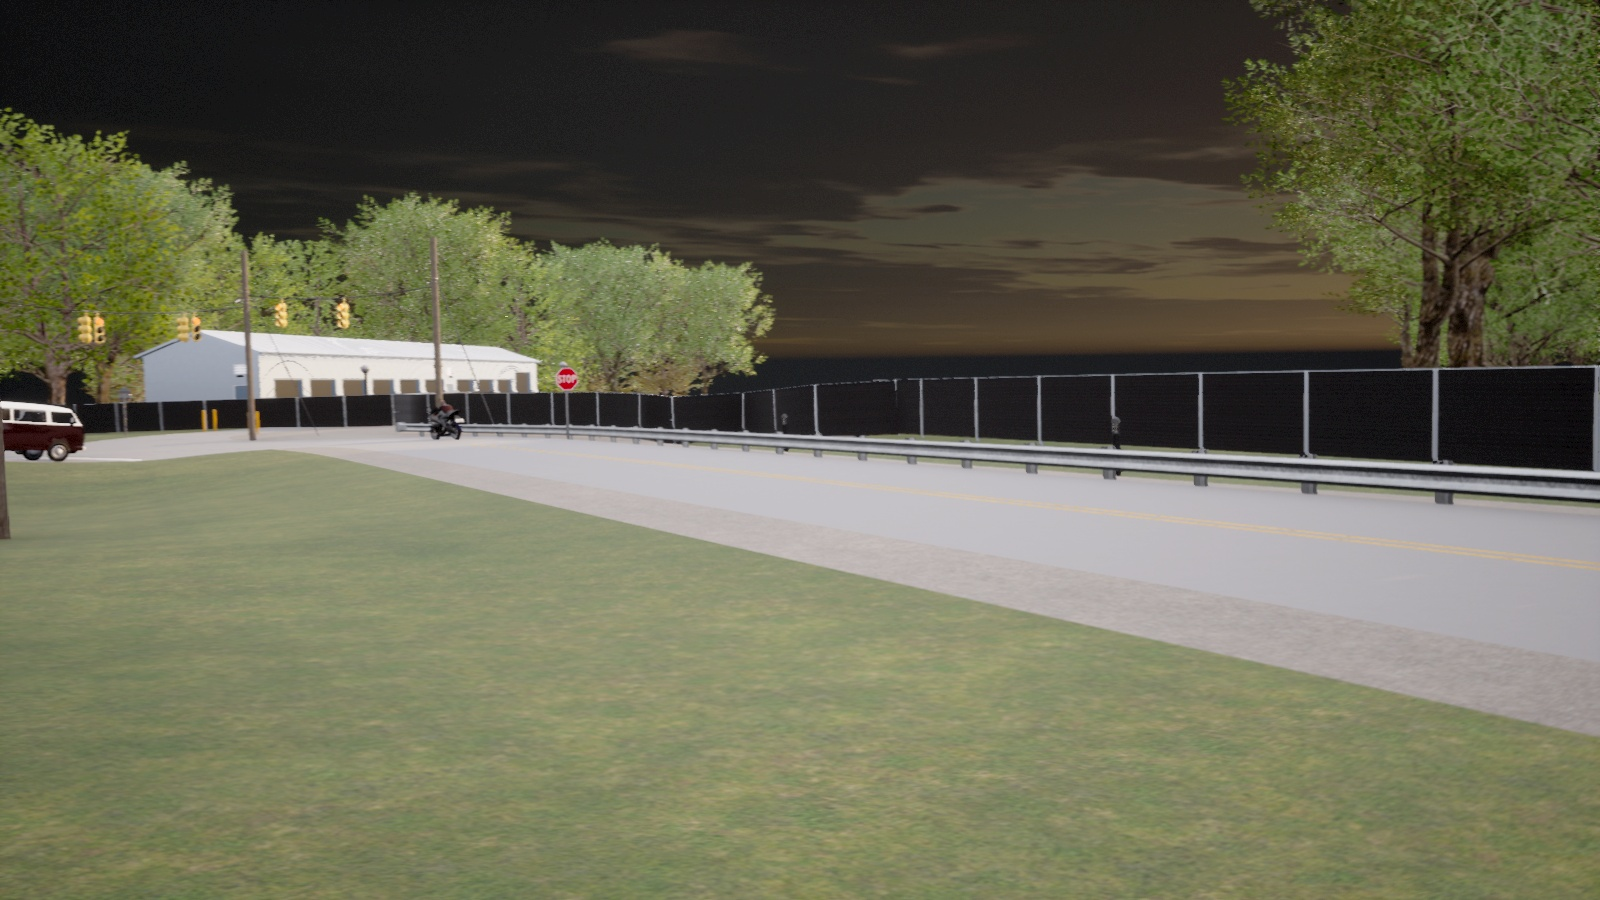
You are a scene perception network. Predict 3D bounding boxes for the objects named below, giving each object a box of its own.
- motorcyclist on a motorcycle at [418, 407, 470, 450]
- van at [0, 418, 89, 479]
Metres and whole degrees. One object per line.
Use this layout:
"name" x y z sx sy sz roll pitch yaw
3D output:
"motorcyclist on a motorcycle" -13.629 -0.809 48.049 2.191 1.530 0.866 0 4 45
"van" -27.452 -0.044 43.521 2.069 2.038 4.480 0 -1 28
